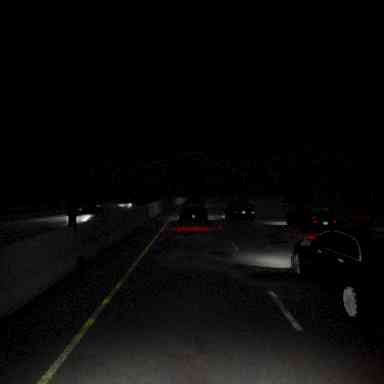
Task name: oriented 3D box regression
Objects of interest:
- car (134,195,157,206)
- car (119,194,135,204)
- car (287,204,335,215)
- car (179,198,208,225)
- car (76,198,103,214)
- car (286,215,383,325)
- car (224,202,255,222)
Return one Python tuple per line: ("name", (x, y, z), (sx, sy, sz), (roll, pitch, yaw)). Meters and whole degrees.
("car", (-6.284, 1.420, 47.849), (2.033, 1.411, 5.357), (0, 0, 7))
("car", (-11.318, 1.194, 59.840), (2.097, 1.767, 4.553), (0, 0, 12))
("car", (7.097, 1.473, 19.973), (1.812, 1.442, 4.674), (0, 0, 0))
("car", (0.097, 1.414, 23.835), (1.882, 1.535, 5.008), (0, 0, 0))
("car", (-10.523, 1.401, 33.994), (2.128, 1.511, 4.902), (0, 0, 1))
("car", (3.600, 1.486, 7.044), (1.837, 1.490, 4.892), (0, 0, 0))
("car", (3.597, 1.479, 25.697), (2.033, 1.411, 5.357), (0, 0, 0))
